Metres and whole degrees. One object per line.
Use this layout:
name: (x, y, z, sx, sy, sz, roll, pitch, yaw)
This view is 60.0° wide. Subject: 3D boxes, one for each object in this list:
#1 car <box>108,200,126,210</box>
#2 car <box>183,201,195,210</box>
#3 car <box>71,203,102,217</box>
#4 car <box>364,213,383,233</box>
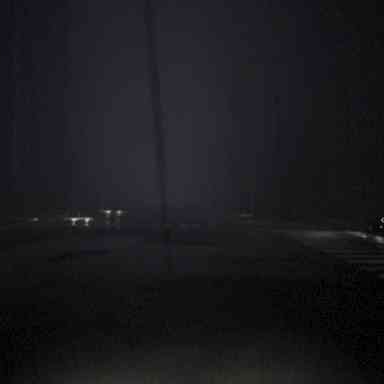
car: (-11.102, 1.918, 49.447, 1.837, 1.490, 4.892, 0, 0, 0)
car: (-0.483, 2.034, 52.341, 1.994, 1.385, 4.181, 0, -1, -1)
car: (-10.991, 1.831, 35.019, 2.033, 1.411, 5.357, 0, -1, -1)
car: (12.375, 1.505, 18.949, 4.553, 1.767, 2.097, 0, -1, -1)
